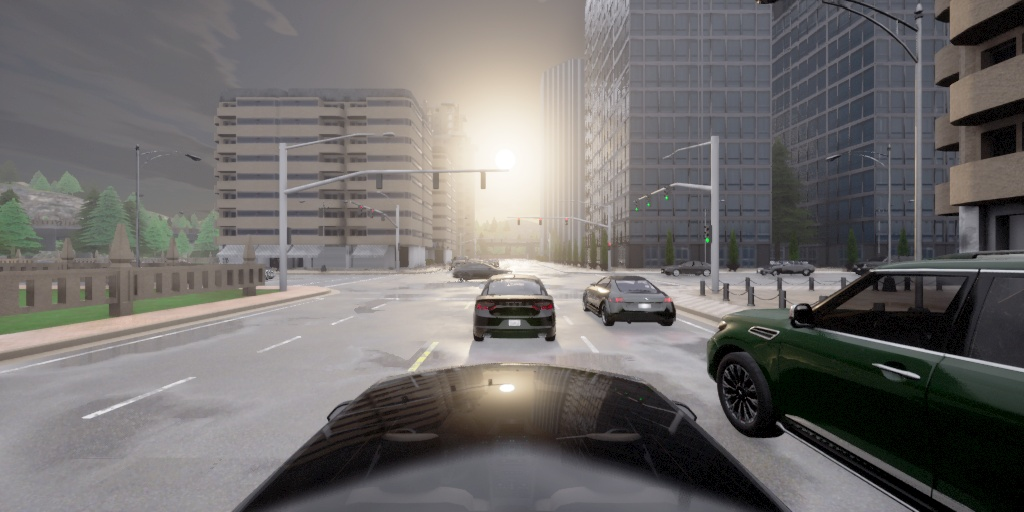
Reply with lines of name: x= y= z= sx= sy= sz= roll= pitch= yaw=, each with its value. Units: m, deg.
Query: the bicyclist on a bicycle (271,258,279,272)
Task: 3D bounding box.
bicyclist on a bicycle: x=-26.094 y=0.995 z=39.820 sx=0.582 sy=1.620 sz=1.656 roll=0 pitch=0 yaw=7

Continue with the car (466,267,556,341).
car: x=0.066 y=1.228 z=9.864 sx=1.882 sy=1.535 sz=5.008 roll=0 pitch=0 yaw=0

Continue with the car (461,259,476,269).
car: x=-7.103 y=1.255 z=59.303 sx=1.837 sy=1.490 sz=4.892 roll=0 pitch=0 yaw=0

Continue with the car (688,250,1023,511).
car: x=3.601 y=0.971 z=2.288 sx=2.150 sy=2.045 sz=5.566 roll=0 pitch=0 yaw=0

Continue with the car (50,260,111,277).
car: x=-36.510 y=1.220 z=30.415 sx=4.674 sy=1.442 sz=1.812 roll=0 pitch=0 yaw=22

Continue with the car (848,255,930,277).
car: x=36.201 y=0.912 z=34.538 sx=5.566 sy=2.045 sz=2.150 roll=-1 pitch=0 yaw=0

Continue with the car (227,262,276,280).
car: x=-20.921 y=1.220 z=27.852 sx=4.674 sy=1.442 sz=1.812 roll=0 pitch=0 yaw=3

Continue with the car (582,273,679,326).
car: x=3.575 y=1.314 z=11.643 sx=1.994 sy=1.385 sz=4.181 roll=0 pitch=0 yaw=0

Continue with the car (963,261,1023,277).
car: x=46.866 y=1.220 z=34.451 sx=4.674 sy=1.442 sz=1.812 roll=0 pitch=0 yaw=1

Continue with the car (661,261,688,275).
car: x=16.965 y=1.199 z=34.648 sx=4.892 sy=1.490 sz=1.837 roll=0 pitch=0 yaw=0

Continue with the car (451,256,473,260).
car: x=-7.114 y=0.972 z=49.599 sx=2.150 sy=2.045 sz=5.566 roll=0 pitch=0 yaw=0

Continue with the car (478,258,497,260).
car: x=-3.612 y=1.255 z=52.969 sx=1.837 sy=1.490 sz=4.892 roll=0 pitch=0 yaw=0

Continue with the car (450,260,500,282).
car: x=-2.218 y=1.250 z=27.544 sx=4.674 sy=1.442 sz=1.812 roll=0 pitch=0 yaw=0

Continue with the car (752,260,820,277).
car: x=26.328 y=1.186 z=34.594 sx=4.902 sy=1.511 sz=2.128 roll=0 pitch=0 yaw=0

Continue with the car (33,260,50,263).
car: x=-48.928 y=1.196 z=37.502 sx=4.892 sy=1.490 sz=1.837 roll=1 pitch=1 yaw=41
